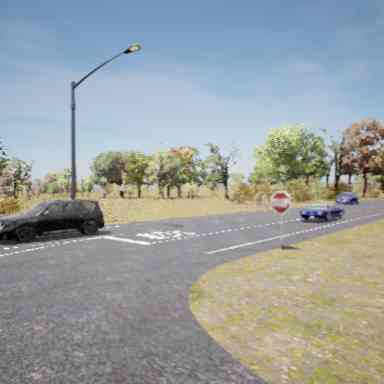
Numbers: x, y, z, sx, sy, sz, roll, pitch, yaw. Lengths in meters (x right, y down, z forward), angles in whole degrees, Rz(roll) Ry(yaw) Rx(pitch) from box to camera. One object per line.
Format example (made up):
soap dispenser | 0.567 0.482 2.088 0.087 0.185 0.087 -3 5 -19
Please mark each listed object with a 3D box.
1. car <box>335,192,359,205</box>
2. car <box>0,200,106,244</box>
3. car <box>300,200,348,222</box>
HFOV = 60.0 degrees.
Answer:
car | 24.232 1.059 51.951 2.150 2.045 5.566 0 2 42
car | -7.190 1.459 17.194 2.150 2.045 5.566 0 1 42
car | 10.309 1.564 26.108 1.895 1.301 4.718 0 0 42
